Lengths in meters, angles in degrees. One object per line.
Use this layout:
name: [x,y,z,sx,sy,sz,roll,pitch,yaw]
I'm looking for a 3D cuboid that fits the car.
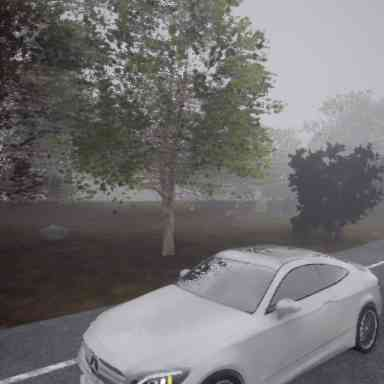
car: [0.891,1.535,4.537,4.674,1.442,1.812,0,0,-38]
